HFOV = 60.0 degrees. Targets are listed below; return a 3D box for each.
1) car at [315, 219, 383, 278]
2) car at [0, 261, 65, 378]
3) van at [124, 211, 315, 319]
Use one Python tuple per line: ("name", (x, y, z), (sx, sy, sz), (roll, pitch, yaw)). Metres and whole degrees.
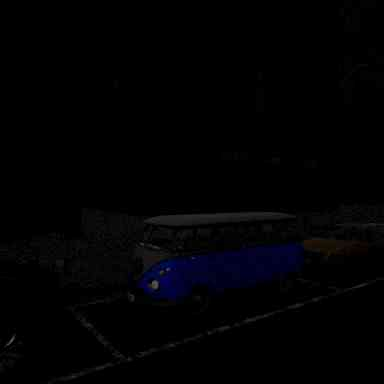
("car", (4.917, 1.526, 10.158), (4.829, 1.417, 1.752), (0, 0, -35))
("car", (-3.799, 1.566, 3.942), (4.313, 1.339, 1.947), (0, 0, -35))
("van", (0.628, 1.341, 7.100), (3.998, 1.788, 1.690), (0, 0, -35))
